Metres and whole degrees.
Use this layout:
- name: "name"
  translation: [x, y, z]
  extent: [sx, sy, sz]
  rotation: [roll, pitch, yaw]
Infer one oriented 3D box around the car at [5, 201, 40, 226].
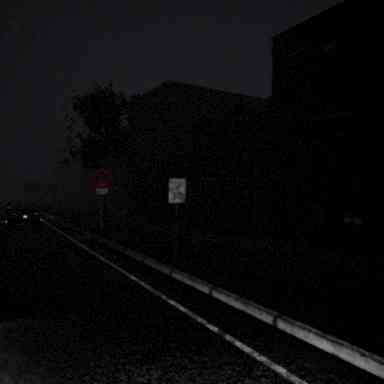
- name: "car"
  translation: [-12.324, 1.648, 24.305]
  extent: [1.994, 1.385, 4.181]
  rotation: [0, 0, -30]
